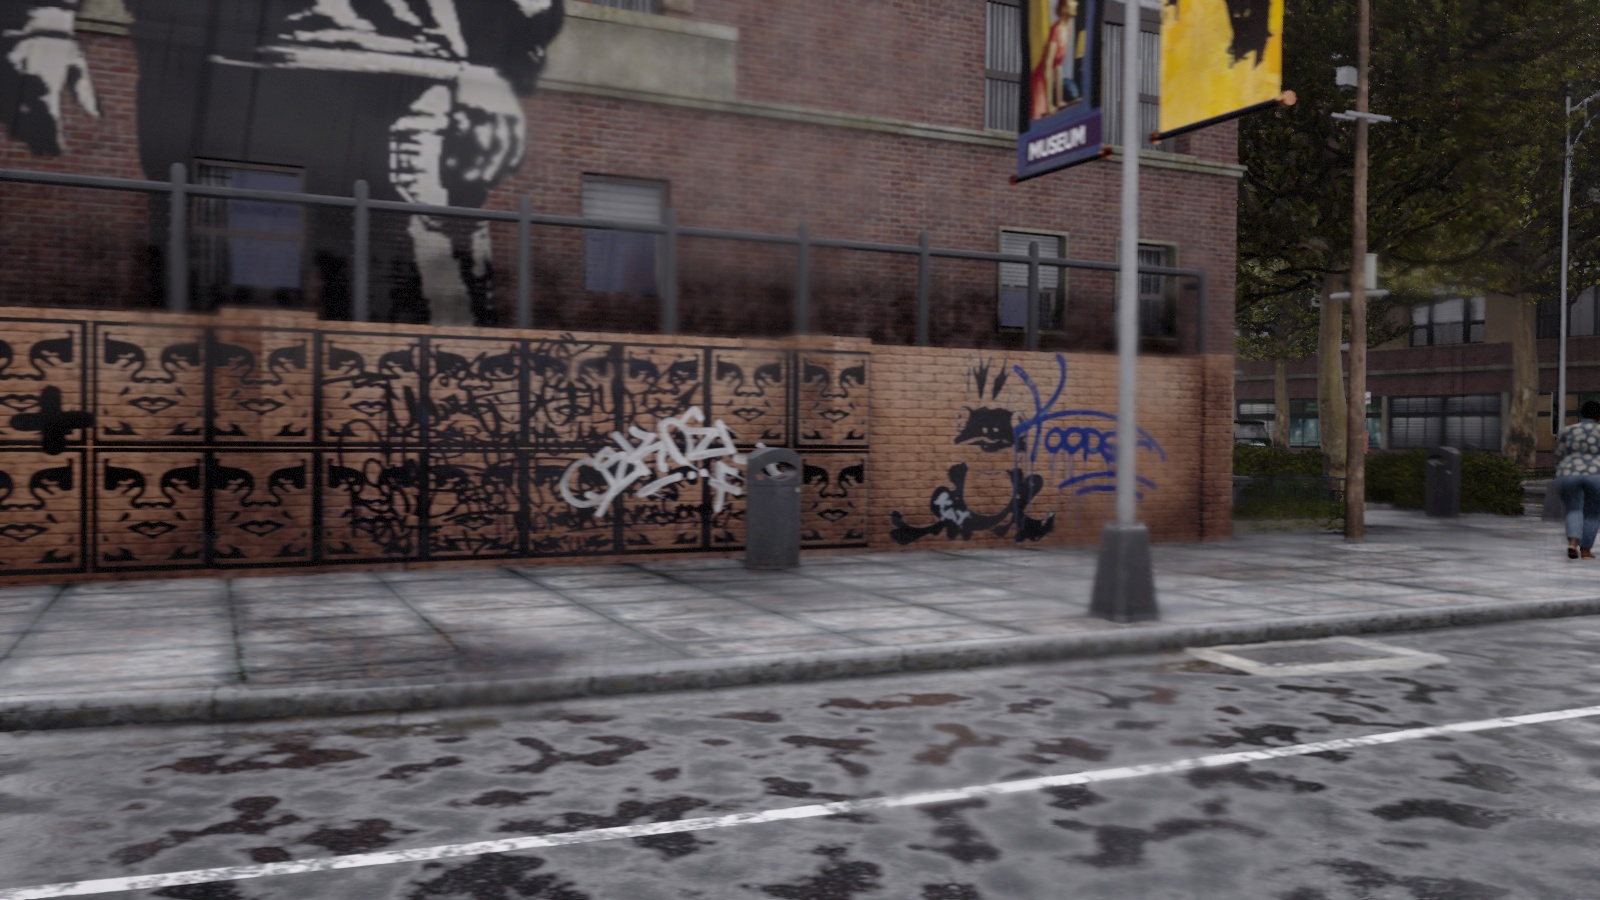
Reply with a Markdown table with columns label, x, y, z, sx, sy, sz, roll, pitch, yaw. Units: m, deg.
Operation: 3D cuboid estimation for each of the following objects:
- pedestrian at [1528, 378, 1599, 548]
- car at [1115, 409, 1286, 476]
| label | x | y | z | sx | sy | sz | roll | pitch | yaw |
| --- | --- | --- | --- | --- | --- | --- | --- | --- | --- |
| pedestrian | 8.921 | 0.136 | 14.250 | 0.900 | 1.855 | 0.874 | -1 | 1 | -39 |
| car | 13.150 | -0.272 | 41.649 | 2.150 | 2.045 | 5.566 | -1 | 1 | -25 |
